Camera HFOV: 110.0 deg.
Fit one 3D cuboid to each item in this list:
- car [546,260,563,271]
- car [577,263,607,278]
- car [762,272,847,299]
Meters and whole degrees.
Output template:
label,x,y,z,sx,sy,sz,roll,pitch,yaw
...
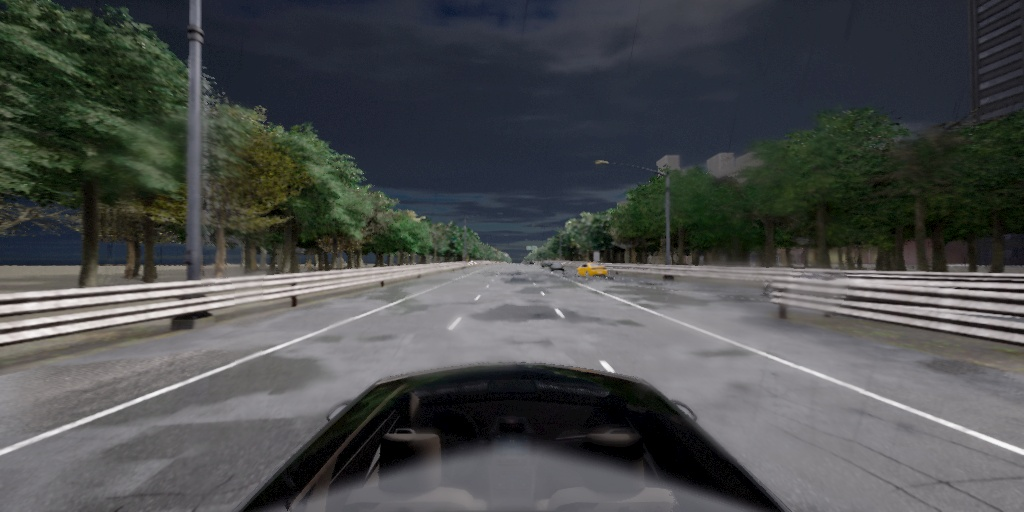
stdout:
label,x,y,z,sx,sy,sz,roll,pitch,yaw
car,6.966,1.665,56.896,1.994,1.385,4.181,0,0,1
car,8.369,1.479,37.958,1.882,1.535,5.008,0,0,-8
car,14.143,1.440,16.663,1.994,1.385,4.181,0,-1,-20
